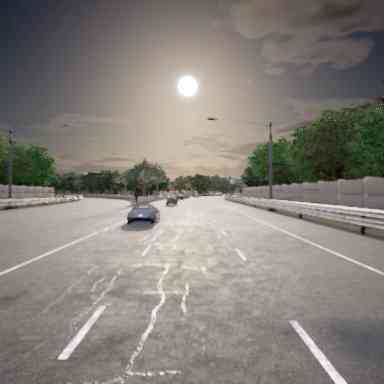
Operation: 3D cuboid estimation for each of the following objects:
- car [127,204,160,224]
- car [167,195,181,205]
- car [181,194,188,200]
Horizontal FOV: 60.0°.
[{"bbox_3d":[-3.492,1.560,24.585,1.994,1.385,4.181,0,0,0],"label":"car"},{"bbox_3d":[-3.481,1.502,59.419,1.837,1.490,4.892,0,0,0],"label":"car"},{"bbox_3d":[-3.033,1.490,93.441,1.882,1.535,5.008,0,0,3],"label":"car"}]
